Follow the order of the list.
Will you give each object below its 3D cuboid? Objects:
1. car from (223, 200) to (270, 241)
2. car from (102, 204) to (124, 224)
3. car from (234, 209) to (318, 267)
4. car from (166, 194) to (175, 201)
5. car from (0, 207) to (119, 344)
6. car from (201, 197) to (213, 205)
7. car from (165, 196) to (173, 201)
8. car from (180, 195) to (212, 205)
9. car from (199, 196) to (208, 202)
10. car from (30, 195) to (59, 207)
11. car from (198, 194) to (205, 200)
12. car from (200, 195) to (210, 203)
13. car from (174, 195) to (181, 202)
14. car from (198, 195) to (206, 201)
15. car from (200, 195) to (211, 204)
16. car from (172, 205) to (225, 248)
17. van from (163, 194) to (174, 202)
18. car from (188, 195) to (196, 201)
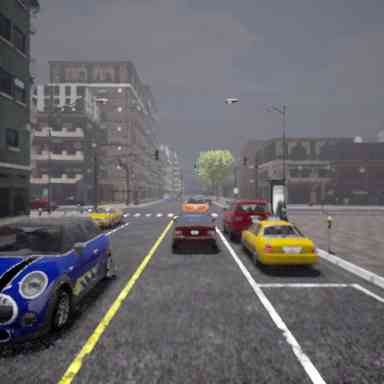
[{"bbox_3d":[2.690,1.307,16.602,2.192,1.841,5.009,0,0,0],"label":"car"},{"bbox_3d":[-5.692,1.514,21.972,1.752,1.417,4.829,0,0,0],"label":"car"},{"bbox_3d":[2.690,1.520,11.232,1.752,1.417,4.829,0,0,0],"label":"car"},{"bbox_3d":[-5.693,1.353,88.579,2.192,1.841,5.009,0,0,0],"label":"car"},{"bbox_3d":[-3.098,1.349,6.728,2.097,1.767,4.553,0,0,0],"label":"car"},{"bbox_3d":[2.689,1.550,60.093,2.008,1.369,4.403,0,0,0],"label":"car"},{"bbox_3d":[-5.693,1.610,82.882,1.802,1.307,4.206,0,0,0],"label":"car"},{"bbox_3d":[0.468,1.337,30.267,2.097,1.767,4.553,0,0,5],"label":"car"},{"bbox_3d":[2.688,1.601,77.184,1.802,1.307,4.206,0,0,0],"label":"car"},{"bbox_3d":[-17.274,1.246,36.375,5.009,1.841,2.192,0,0,0],"label":"car"},{"bbox_3d":[2.687,1.490,94.274,1.967,1.590,4.097,0,0,0],"label":"car"},{"bbox_3d":[2.688,1.452,71.486,1.967,1.590,4.097,0,0,0],"label":"car"},{"bbox_3d":[-3.001,1.547,79.378,1.812,1.442,4.674,0,0,0],"label":"car"},{"bbox_3d":[2.688,1.589,88.577,2.008,1.369,4.403,0,0,0],"label":"car"},{"bbox_3d":[2.689,1.446,65.790,1.967,1.590,4.097,0,0,0],"label":"car"},{"bbox_3d":[0.099,1.540,14.751,2.033,1.411,5.357,0,0,0],"label":"car"},{"bbox_3d":[-5.693,1.361,77.185,1.690,1.788,3.998,0,0,0],"label":"van"},{"bbox_3d":[0.000,1.551,86.859,2.128,1.511,4.902,0,0,0],"label":"car"}]
